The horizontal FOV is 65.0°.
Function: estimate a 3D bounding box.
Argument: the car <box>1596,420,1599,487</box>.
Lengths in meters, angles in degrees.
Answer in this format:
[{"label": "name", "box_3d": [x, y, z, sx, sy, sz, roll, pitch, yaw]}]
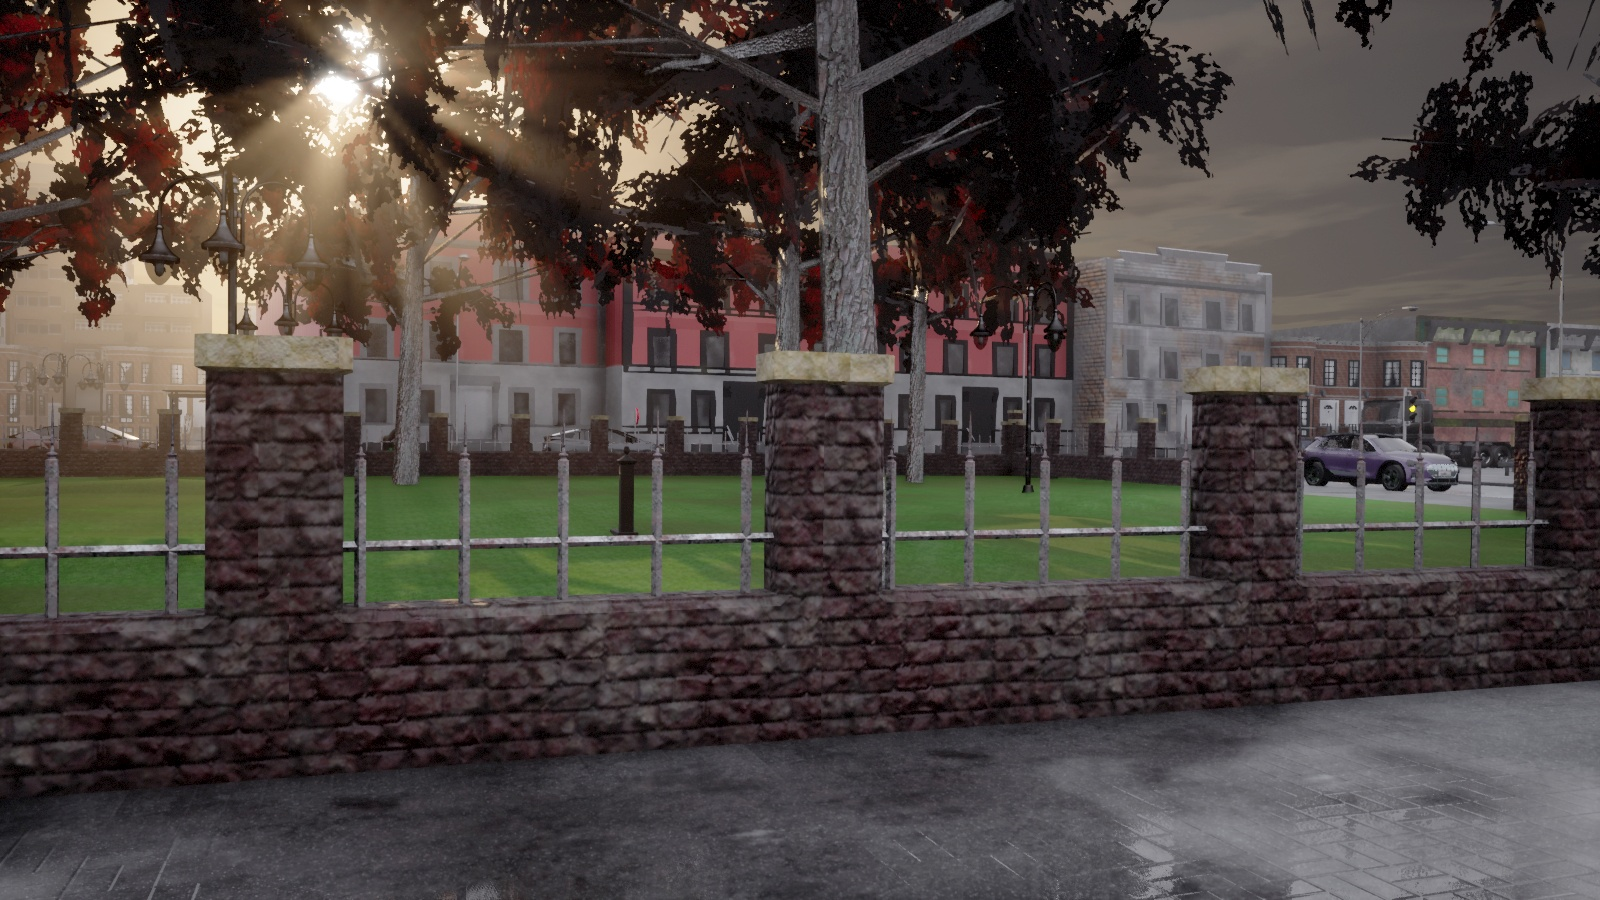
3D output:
[{"label": "car", "box_3d": [19.865, 0.094, 26.833, 2.007, 1.525, 4.514, -1, 1, -21]}]

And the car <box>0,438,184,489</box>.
[{"label": "car", "box_3d": [-22.266, 0.393, 39.680, 4.792, 1.488, 2.163, -1, 1, -19]}]

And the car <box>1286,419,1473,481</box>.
[{"label": "car", "box_3d": [16.602, -0.041, 36.265, 2.033, 1.649, 4.856, -1, 1, -21]}]

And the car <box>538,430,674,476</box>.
[{"label": "car", "box_3d": [-6.960, 0.089, 44.948, 4.514, 1.525, 2.007, -1, 1, -18]}]

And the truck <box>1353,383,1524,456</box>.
[{"label": "truck", "box_3d": [31.763, -1.543, 62.450, 7.936, 3.462, 2.891, -1, 1, -19]}]
